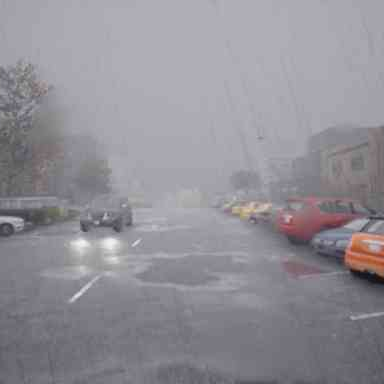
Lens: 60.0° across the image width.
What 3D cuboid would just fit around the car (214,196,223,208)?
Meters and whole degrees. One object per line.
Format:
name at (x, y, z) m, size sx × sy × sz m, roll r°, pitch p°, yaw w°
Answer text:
car at (6.307, 1.474, 43.908) m, size 5.566 × 2.045 × 2.435 m, roll 1°, pitch -1°, yaw -20°

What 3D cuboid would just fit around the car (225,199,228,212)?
car at (6.389, 1.695, 35.123) m, size 4.792 × 1.488 × 2.163 m, roll 1°, pitch -1°, yaw -20°

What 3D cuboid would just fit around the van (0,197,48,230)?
van at (-11.539, 1.349, 20.488) m, size 4.442 × 1.987 × 1.878 m, roll -1°, pitch 0°, yaw -20°

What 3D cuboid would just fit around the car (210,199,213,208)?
car at (6.396, 2.102, 58.619) m, size 5.366 × 1.575 × 1.946 m, roll 2°, pitch -3°, yaw -20°

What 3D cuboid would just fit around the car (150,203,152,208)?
car at (-11.778, 2.818, 72.307) m, size 4.553 × 1.767 × 2.185 m, roll 1°, pitch -5°, yaw -21°

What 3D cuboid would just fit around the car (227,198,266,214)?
car at (6.544, 1.646, 32.240) m, size 5.366 × 1.575 × 1.946 m, roll 1°, pitch -1°, yaw -20°

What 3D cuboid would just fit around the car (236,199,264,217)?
car at (6.551, 1.607, 26.379) m, size 5.366 × 1.575 × 1.946 m, roll 1°, pitch -1°, yaw -20°

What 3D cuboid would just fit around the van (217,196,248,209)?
van at (6.384, 1.667, 52.753) m, size 4.442 × 1.987 × 1.878 m, roll 2°, pitch -2°, yaw -20°

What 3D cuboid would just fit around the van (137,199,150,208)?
van at (-11.598, 2.505, 69.382) m, size 4.442 × 1.987 × 1.878 m, roll 1°, pitch -4°, yaw -21°

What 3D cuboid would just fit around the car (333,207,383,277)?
car at (6.375, 1.388, 8.707) m, size 4.553 × 1.767 × 2.185 m, roll 1°, pitch -1°, yaw -20°

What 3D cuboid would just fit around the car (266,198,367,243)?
car at (6.423, 1.290, 14.595) m, size 5.566 × 2.045 × 2.435 m, roll 1°, pitch -1°, yaw -20°

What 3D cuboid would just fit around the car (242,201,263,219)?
car at (6.349, 1.619, 23.374) m, size 4.792 × 1.488 × 2.163 m, roll 1°, pitch 0°, yaw -20°

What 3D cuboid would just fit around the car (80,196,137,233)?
car at (-5.107, 1.309, 20.642) m, size 2.150 × 2.045 × 5.566 m, roll 0°, pitch 0°, yaw 0°

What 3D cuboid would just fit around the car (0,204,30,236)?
car at (-11.429, 1.596, 17.590) m, size 4.674 × 1.452 × 2.002 m, roll -1°, pitch -1°, yaw -20°

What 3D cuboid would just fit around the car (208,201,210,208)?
car at (6.202, 2.235, 61.470) m, size 4.892 × 1.521 × 2.231 m, roll 2°, pitch -3°, yaw -21°

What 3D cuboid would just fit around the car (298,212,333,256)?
car at (6.401, 1.568, 11.645) m, size 4.674 × 1.452 × 2.002 m, roll 1°, pitch 0°, yaw -20°

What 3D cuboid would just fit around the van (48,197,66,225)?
van at (-11.326, 1.364, 23.521) m, size 4.442 × 1.987 × 1.878 m, roll -1°, pitch -1°, yaw -20°

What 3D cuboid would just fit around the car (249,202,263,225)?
car at (6.378, 1.573, 20.448) m, size 4.892 × 1.521 × 2.231 m, roll 1°, pitch -1°, yaw -20°

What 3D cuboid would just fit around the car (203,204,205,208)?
car at (5.935, 3.653, 81.939) m, size 5.008 × 1.535 × 2.097 m, roll 3°, pitch -5°, yaw -21°

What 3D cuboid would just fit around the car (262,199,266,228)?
car at (6.425, 1.430, 17.517) m, size 4.553 × 1.767 × 2.185 m, roll 1°, pitch 0°, yaw -20°

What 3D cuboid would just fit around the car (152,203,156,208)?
car at (-11.770, 2.920, 75.329) m, size 5.566 × 2.045 × 2.435 m, roll 1°, pitch -5°, yaw -21°

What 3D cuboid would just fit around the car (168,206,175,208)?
car at (-5.668, 4.614, 92.250) m, size 1.994 × 1.385 × 4.181 m, roll 0°, pitch -5°, yaw -1°

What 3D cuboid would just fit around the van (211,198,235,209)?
van at (6.244, 2.344, 67.374) m, size 4.442 × 1.987 × 1.878 m, roll 2°, pitch -4°, yaw -21°

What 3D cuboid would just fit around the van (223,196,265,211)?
van at (6.248, 1.457, 38.001) m, size 4.442 × 1.987 × 1.878 m, roll 1°, pitch 0°, yaw -20°

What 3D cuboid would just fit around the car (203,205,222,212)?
car at (5.719, 4.642, 93.633) m, size 4.892 × 1.521 × 2.231 m, roll 3°, pitch -6°, yaw -21°

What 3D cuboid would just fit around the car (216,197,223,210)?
car at (6.169, 1.698, 40.915) m, size 5.366 × 1.575 × 1.946 m, roll 1°, pitch 0°, yaw -20°
